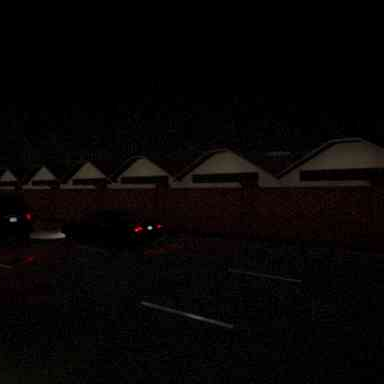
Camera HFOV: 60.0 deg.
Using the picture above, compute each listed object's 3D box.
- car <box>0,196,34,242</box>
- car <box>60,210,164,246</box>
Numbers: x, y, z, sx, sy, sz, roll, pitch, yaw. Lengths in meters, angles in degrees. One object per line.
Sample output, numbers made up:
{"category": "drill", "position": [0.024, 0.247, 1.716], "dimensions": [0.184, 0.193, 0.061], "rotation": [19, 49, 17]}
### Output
{"category": "car", "position": [-9.408, 1.207, 14.998], "dimensions": [5.566, 2.045, 2.150], "rotation": [0, 0, 36]}
{"category": "car", "position": [-3.789, 1.538, 15.287], "dimensions": [5.357, 1.411, 2.033], "rotation": [0, 0, 36]}
